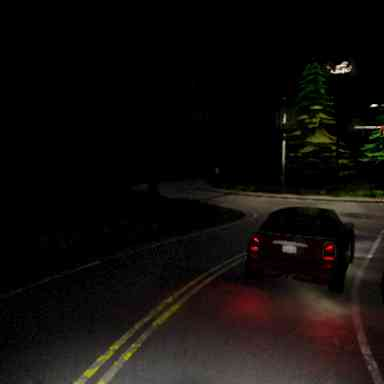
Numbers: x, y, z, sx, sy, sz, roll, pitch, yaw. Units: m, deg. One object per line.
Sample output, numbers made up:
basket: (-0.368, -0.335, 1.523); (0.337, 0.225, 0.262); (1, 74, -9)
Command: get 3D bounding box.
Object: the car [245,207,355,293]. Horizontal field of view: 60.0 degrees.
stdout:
car: (3.108, 1.173, 8.932); (2.097, 1.767, 4.553); (3, 3, 29)
